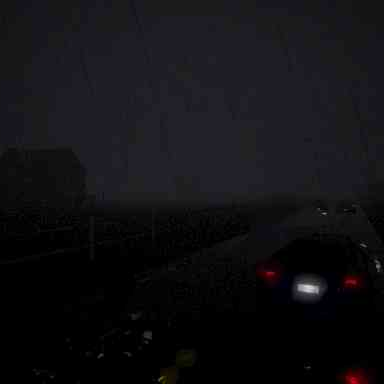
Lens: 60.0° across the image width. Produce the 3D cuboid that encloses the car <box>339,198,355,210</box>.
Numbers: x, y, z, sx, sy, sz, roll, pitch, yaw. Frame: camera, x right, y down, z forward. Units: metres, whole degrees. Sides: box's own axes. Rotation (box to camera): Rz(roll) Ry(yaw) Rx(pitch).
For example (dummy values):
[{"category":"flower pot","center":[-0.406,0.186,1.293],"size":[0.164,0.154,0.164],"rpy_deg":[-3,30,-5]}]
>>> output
[{"category":"car","center":[20.635,1.533,44.296],"size":[1.812,1.442,4.674],"rpy_deg":[0,0,26]}]

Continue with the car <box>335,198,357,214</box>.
[{"category":"car","center":[16.192,1.537,34.966],"size":[1.812,1.442,4.674],"rpy_deg":[0,0,26]}]

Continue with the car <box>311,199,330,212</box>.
[{"category":"car","center":[15.609,1.559,40.206],"size":[2.033,1.411,5.357],"rpy_deg":[0,0,26]}]

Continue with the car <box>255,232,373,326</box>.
[{"category":"car","center":[2.793,1.567,7.305],"size":[1.994,1.385,4.181],"rpy_deg":[0,0,26]}]
